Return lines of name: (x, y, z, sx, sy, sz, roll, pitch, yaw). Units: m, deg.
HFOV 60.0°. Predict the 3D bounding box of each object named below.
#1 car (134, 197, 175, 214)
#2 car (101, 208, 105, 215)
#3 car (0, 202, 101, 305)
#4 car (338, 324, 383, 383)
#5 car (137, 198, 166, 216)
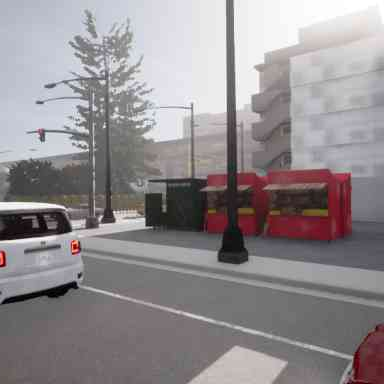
car: (-4.126, 1.482, 37.595, 2.097, 1.767, 4.553, -1, -1, 36)
car: (-10.087, 1.732, 29.381, 1.895, 1.301, 4.718, -1, -1, 36)
car: (-4.748, 1.234, 7.336, 5.566, 2.045, 2.150, 0, 0, 36)
car: (3.267, 1.601, 1.653, 4.718, 1.301, 1.895, 0, 0, 35)
car: (-3.183, 1.558, 32.613, 1.882, 1.535, 5.008, -1, -1, 36)
